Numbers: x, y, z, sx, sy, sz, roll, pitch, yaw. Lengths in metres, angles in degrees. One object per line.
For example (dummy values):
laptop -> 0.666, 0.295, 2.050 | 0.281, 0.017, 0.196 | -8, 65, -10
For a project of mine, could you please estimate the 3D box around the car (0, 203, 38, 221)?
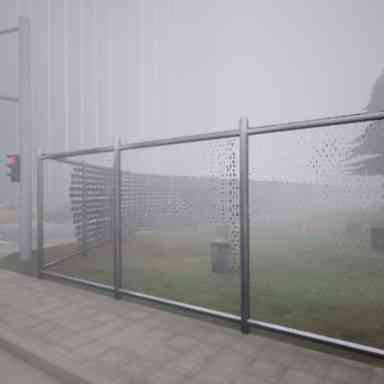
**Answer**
car -> -14.932, 1.657, 26.531 | 1.882, 1.535, 5.008 | -1, 0, 36
